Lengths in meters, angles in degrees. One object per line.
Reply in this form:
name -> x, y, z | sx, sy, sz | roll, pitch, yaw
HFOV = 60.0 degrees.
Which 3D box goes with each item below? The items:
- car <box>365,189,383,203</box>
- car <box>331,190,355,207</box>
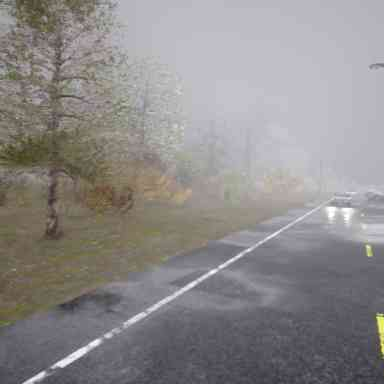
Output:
car -> 23.463, 0.627, 42.234 | 1.812, 1.442, 4.674 | 3, 2, 26
car -> 15.629, 0.754, 34.739 | 1.895, 1.301, 4.718 | 3, 2, 27
